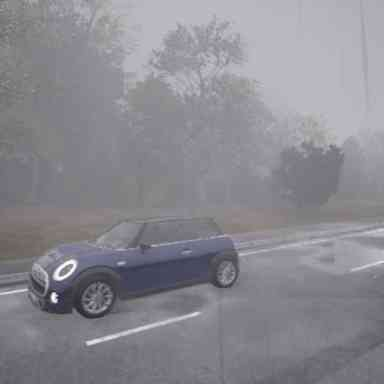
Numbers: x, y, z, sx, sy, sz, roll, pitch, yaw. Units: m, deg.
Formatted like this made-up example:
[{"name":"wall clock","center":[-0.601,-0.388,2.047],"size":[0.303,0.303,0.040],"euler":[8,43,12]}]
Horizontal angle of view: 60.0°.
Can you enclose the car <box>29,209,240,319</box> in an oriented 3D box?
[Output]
[{"name":"car","center":[-1.116,1.330,7.485],"size":[4.553,1.767,2.097],"euler":[-1,0,-35]}]
